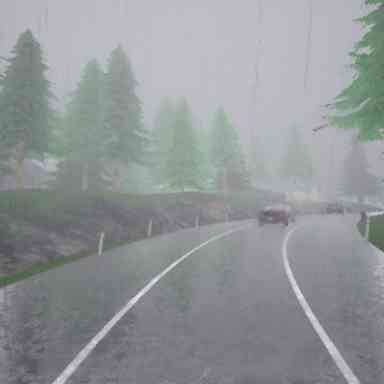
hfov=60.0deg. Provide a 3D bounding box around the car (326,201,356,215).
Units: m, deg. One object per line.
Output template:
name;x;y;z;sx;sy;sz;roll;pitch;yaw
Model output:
car;17.329;1.793;38.604;4.902;1.511;2.128;1;-5;-44

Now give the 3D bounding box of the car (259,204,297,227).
car;6.163;1.579;23.657;1.882;1.535;5.008;-3;-2;26
